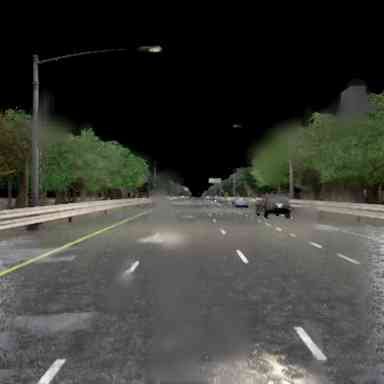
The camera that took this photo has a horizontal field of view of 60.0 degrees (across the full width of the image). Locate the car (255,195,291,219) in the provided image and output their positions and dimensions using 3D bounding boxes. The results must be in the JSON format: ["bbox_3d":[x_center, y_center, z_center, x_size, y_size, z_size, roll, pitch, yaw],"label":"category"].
[{"bbox_3d":[7.031,1.240,29.278,2.150,2.045,5.566,0,0,0],"label":"car"}]

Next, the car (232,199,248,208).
[{"bbox_3d":[7.108,1.698,49.774,1.994,1.385,4.181,0,-1,0],"label":"car"}]

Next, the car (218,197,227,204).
[{"bbox_3d":[7.300,2.016,79.526,2.033,1.411,5.357,0,-1,0],"label":"car"}]
